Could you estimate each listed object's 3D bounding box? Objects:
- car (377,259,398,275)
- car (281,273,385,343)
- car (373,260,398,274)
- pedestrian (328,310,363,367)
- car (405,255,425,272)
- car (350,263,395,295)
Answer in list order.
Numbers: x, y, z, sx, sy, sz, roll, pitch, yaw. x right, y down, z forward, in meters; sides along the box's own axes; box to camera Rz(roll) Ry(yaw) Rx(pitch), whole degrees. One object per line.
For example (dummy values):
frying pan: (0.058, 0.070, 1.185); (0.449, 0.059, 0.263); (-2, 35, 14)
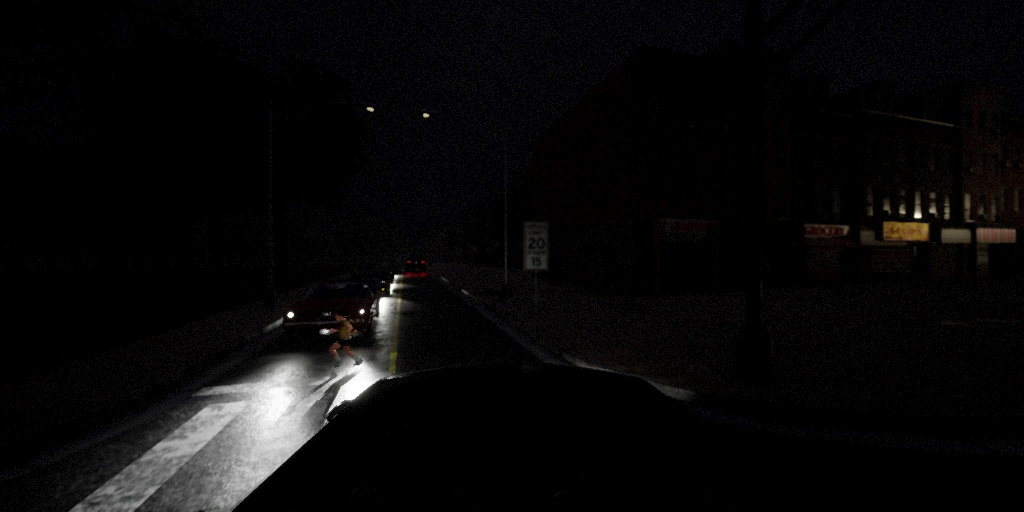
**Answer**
car: (-13.144, 1.123, 38.088); (1.882, 1.535, 5.008); (0, 0, -16)
car: (-4.777, 1.355, 10.087); (1.895, 1.301, 4.718); (0, 0, -17)
car: (-10.181, 1.143, 28.079); (1.882, 1.535, 5.008); (0, 0, -17)
pedestrian: (-3.010, 1.452, 6.492); (0.500, 1.100, 0.500); (1, 0, -17)
car: (-11.674, 0.865, 43.301); (2.150, 2.045, 5.566); (0, 0, -17)
car: (-7.420, 1.267, 18.859); (1.994, 1.385, 4.181); (0, 0, -17)
